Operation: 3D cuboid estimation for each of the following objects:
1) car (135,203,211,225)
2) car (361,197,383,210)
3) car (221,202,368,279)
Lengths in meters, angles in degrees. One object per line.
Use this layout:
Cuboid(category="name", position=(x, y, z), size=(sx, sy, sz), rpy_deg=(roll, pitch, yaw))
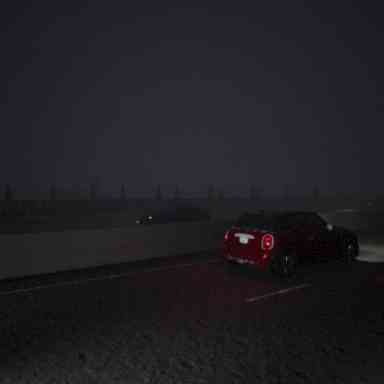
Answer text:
Cuboid(category="car", position=(-1.089, 1.447, 20.370), size=(4.902, 1.511, 2.128), rpy_deg=(0, 0, -35))
Cuboid(category="car", position=(22.690, 1.392, 41.442), size=(5.008, 1.535, 1.882), rpy_deg=(0, 0, -35))
Cuboid(category="car", position=(3.132, 1.322, 10.232), size=(4.553, 1.767, 2.097), rpy_deg=(0, 0, -35))
